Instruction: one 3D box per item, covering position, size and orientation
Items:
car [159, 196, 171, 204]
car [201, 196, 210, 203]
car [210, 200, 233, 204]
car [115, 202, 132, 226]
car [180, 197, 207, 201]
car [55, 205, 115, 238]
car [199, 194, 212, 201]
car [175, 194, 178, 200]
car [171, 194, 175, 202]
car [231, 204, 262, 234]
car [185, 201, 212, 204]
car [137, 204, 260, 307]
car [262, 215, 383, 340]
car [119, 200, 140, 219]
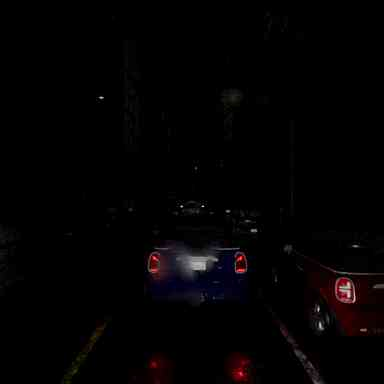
[{"bbox_3d":[-5.616,1.625,65.659,1.802,1.307,4.206,0,0,0],"label":"car"},{"bbox_3d":[2.920,1.579,71.223,1.752,1.417,4.829,0,0,0],"label":"car"},{"bbox_3d":[2.863,1.569,28.553,1.947,1.339,4.313,0,0,0],"label":"car"},{"bbox_3d":[-5.664,1.584,23.055,1.802,1.307,4.206,0,0,0],"label":"car"},{"bbox_3d":[0.008,1.459,27.419,1.801,1.575,5.366,0,0,0],"label":"car"},{"bbox_3d":[-5.666,1.567,17.553,1.947,1.339,4.313,0,0,0],"label":"car"},{"bbox_3d":[2.908,1.483,65.644,1.967,1.590,4.097,0,0,0],"label":"car"},{"bbox_3d":[-5.559,1.637,92.532,1.752,1.417,4.829,0,0,0],"label":"car"},{"bbox_3d":[-5.593,1.615,76.476,2.008,1.369,4.403,0,0,0],"label":"car"},{"bbox_3d":[2.859,1.552,17.551,2.008,1.369,4.403,0,0,0],"label":"car"},{"bbox_3d":[0.101,1.479,17.398,1.882,1.535,5.008,0,0,0],"label":"car"},{"bbox_3d":[0.102,1.352,8.117,2.097,1.767,4.553,0,0,0],"label":"car"},{"bbox_3d":[2.856,1.440,6.548,1.967,1.590,4.097,0,0,0],"label":"car"},{"bbox_3d":[-5.663,1.443,28.556,1.967,1.590,4.097,0,0,0],"label":"car"}]
